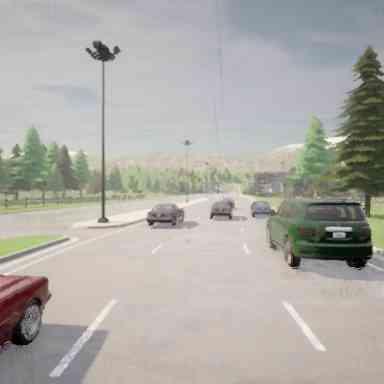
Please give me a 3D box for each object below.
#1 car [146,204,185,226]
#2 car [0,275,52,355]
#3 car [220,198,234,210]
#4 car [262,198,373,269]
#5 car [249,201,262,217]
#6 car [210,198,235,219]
[{"bbox_3d":[-1.734,1.526,23.221,2.033,1.411,5.357,0,0,8],"label":"car"},{"bbox_3d":[-3.281,1.596,3.388,1.895,1.301,4.718,0,0,1],"label":"car"},{"bbox_3d":[4.563,1.493,43.408,1.812,1.442,4.674,0,0,6],"label":"car"},{"bbox_3d":[4.002,1.214,11.374,2.150,2.045,5.566,0,0,3],"label":"car"},{"bbox_3d":[6.374,1.525,30.914,2.033,1.411,5.357,0,0,8],"label":"car"},{"bbox_3d":[2.626,1.524,29.277,2.033,1.411,5.357,0,0,8],"label":"car"}]
